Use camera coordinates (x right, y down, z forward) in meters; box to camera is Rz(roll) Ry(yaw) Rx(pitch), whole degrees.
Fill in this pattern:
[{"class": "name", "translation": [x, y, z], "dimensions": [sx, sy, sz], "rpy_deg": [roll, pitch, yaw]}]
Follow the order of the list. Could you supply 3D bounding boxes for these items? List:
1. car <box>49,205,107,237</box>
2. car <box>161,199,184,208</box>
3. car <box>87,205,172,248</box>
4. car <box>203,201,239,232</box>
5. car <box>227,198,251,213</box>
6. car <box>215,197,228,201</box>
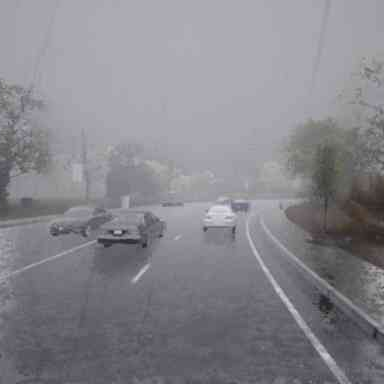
[{"class": "car", "translation": [-5.803, 1.489, 17.986], "dimensions": [1.837, 1.490, 4.892], "rpy_deg": [0, 0, 8]}, {"class": "car", "translation": [-2.715, 1.593, 47.274], "dimensions": [1.895, 1.301, 4.718], "rpy_deg": [0, 0, 19]}, {"class": "car", "translation": [-2.486, 1.544, 14.846], "dimensions": [2.033, 1.411, 5.357], "rpy_deg": [0, 0, 6]}, {"class": "car", "translation": [1.778, 1.540, 20.315], "dimensions": [1.812, 1.442, 4.674], "rpy_deg": [0, 0, 8]}, {"class": "car", "translation": [5.635, 1.514, 38.033], "dimensions": [1.882, 1.535, 5.008], "rpy_deg": [0, 0, 16]}, {"class": "car", "translation": [5.412, 1.558, 58.690], "dimensions": [1.812, 1.442, 4.674], "rpy_deg": [0, 0, 24]}]
